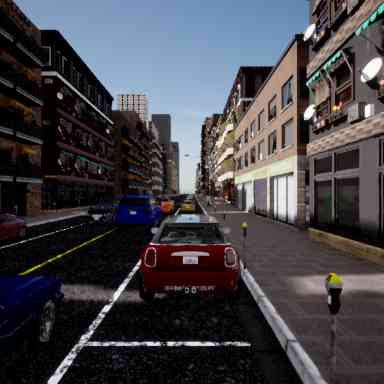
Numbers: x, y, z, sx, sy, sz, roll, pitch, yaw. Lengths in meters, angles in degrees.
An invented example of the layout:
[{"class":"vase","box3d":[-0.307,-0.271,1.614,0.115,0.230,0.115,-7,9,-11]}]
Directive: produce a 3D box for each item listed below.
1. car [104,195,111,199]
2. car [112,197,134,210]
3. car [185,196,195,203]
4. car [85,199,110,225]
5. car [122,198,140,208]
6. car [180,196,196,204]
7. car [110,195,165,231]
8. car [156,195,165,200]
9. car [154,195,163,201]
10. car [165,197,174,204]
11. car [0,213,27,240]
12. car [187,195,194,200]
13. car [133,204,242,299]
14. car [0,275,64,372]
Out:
[{"class":"car","box3d":[-8.833,1.314,37.157,2.192,1.841,5.009,0,0,0]},{"class":"car","box3d":[-8.834,1.439,42.793,1.967,1.590,4.097,0,0,0]},{"class":"car","box3d":[-0.453,1.545,70.970,2.008,1.369,4.403,0,0,0]},{"class":"car","box3d":[-6.245,1.492,24.215,2.128,1.511,4.902,0,0,0]},{"class":"car","box3d":[-8.834,1.543,48.430,1.887,1.381,4.507,0,0,0]},{"class":"car","box3d":[-0.454,1.525,37.323,1.752,1.417,4.829,0,0,0]},{"class":"car","box3d":[-3.150,1.222,20.490,2.150,2.045,5.566,0,0,0]},{"class":"car","box3d":[-8.834,1.539,93.519,2.008,1.369,4.403,0,0,0]},{"class":"car","box3d":[-8.834,1.541,87.882,2.008,1.369,4.403,0,0,0]},{"class":"car","box3d":[-3.049,1.351,35.378,2.097,1.767,4.553,0,0,0]},{"class":"car","box3d":[-8.835,1.583,14.612,1.802,1.307,4.206,0,0,0]},{"class":"car","box3d":[-0.452,1.513,93.685,1.752,1.417,4.829,0,0,0]},{"class":"car","box3d":[-0.032,1.353,8.619,2.097,1.767,4.553,0,0,0]},{"class":"car","box3d":[-3.049,1.601,3.407,1.895,1.301,4.718,0,0,0]}]
